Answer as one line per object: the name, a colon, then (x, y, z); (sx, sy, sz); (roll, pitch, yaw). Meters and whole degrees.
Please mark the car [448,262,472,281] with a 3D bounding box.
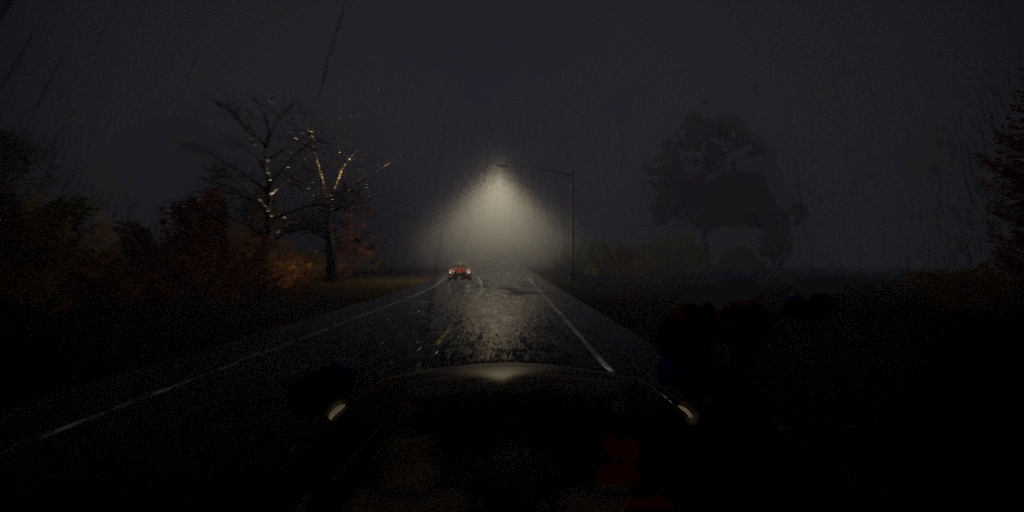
car: (-4.820, 1.362, 33.447); (2.097, 1.767, 4.553); (0, 0, -7)
